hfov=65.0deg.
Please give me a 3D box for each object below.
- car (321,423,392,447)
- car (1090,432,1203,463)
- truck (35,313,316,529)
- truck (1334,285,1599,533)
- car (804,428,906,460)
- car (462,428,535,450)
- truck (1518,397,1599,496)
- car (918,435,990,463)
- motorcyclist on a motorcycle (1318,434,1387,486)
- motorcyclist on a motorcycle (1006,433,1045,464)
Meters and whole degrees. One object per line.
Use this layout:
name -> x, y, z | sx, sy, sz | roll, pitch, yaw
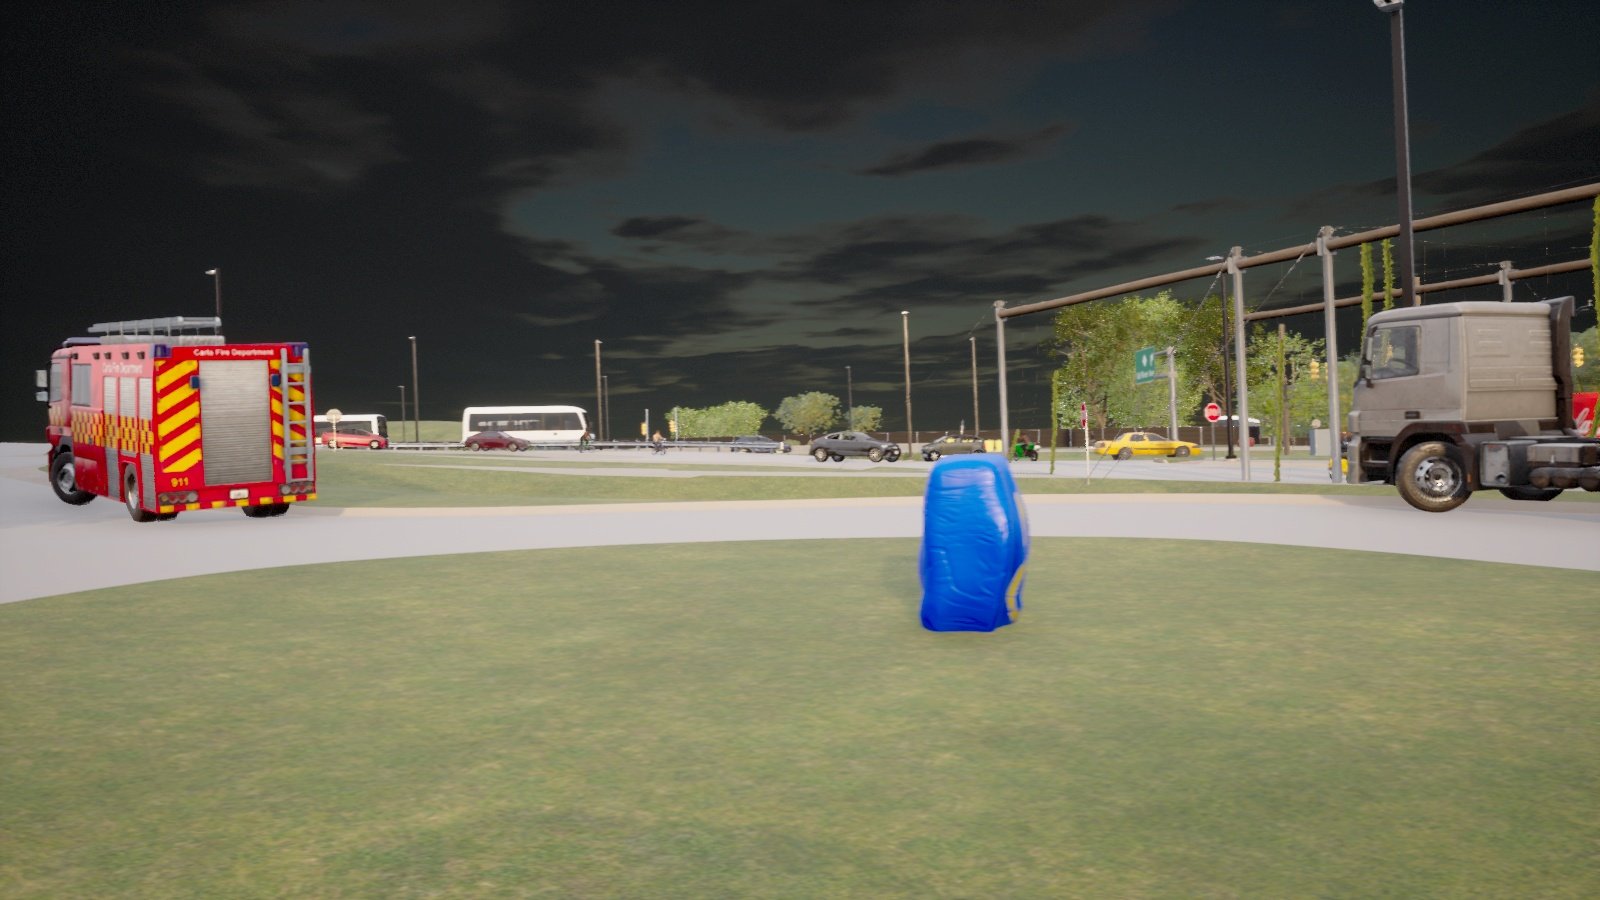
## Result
car -> -31.457, -1.069, 89.144 | 4.514, 1.525, 2.007 | 1, -1, -11
car -> 17.903, -0.137, 65.045 | 5.366, 1.575, 1.801 | 0, -1, 1
truck -> -13.273, -0.820, 26.247 | 2.891, 3.827, 8.468 | -4, 6, -42
truck -> 12.237, -0.626, 18.682 | 2.891, 3.462, 7.936 | -2, 2, -26
car -> 2.952, -0.291, 67.296 | 5.027, 1.651, 2.152 | 0, 0, 31
car -> -21.302, -0.782, 88.780 | 4.674, 1.442, 1.812 | 1, 0, 11
truck -> 21.410, -0.121, 31.568 | 2.627, 2.467, 5.204 | -2, 1, -27
car -> 8.718, -0.036, 71.265 | 3.705, 1.549, 1.789 | 0, 0, -6
motorcyclist on a motorcycle -> 17.319, 0.293, 39.417 | 0.866, 1.590, 1.817 | -2, 1, -28
motorcyclist on a motorcycle -> 11.396, -0.071, 63.540 | 0.797, 1.523, 2.044 | -1, 1, -30
